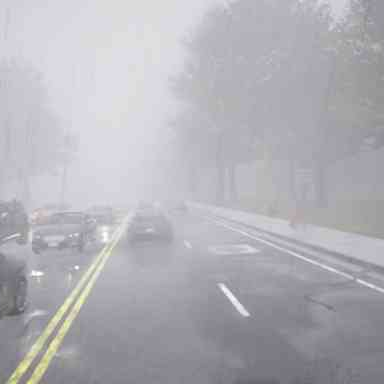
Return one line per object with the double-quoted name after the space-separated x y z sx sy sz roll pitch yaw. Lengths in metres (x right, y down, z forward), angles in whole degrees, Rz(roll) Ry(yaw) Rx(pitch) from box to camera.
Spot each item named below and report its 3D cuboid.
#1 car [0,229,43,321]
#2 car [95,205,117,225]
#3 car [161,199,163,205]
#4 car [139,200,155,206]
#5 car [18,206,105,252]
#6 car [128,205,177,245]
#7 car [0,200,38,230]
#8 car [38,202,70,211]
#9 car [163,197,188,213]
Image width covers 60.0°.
-3.924 1.618 4.895 1.812 1.442 4.674 -2 0 -8 "car"
-6.695 1.669 24.471 1.994 1.385 4.181 -2 0 -7 "car"
-3.502 1.478 48.938 1.994 1.385 4.181 -2 0 -7 "car"
-5.582 1.609 41.014 1.895 1.301 4.718 -2 0 -8 "car"
-5.242 1.590 14.164 2.128 1.511 4.902 -2 0 -8 "car"
-1.993 1.568 15.774 1.994 1.385 4.181 -2 0 -8 "car"
-8.451 1.407 13.581 2.150 2.045 5.566 -2 1 -8 "car"
-9.944 1.546 24.164 2.097 1.767 4.553 -2 0 -8 "car"
-1.625 1.472 35.537 2.033 1.411 5.357 -2 0 -8 "car"
